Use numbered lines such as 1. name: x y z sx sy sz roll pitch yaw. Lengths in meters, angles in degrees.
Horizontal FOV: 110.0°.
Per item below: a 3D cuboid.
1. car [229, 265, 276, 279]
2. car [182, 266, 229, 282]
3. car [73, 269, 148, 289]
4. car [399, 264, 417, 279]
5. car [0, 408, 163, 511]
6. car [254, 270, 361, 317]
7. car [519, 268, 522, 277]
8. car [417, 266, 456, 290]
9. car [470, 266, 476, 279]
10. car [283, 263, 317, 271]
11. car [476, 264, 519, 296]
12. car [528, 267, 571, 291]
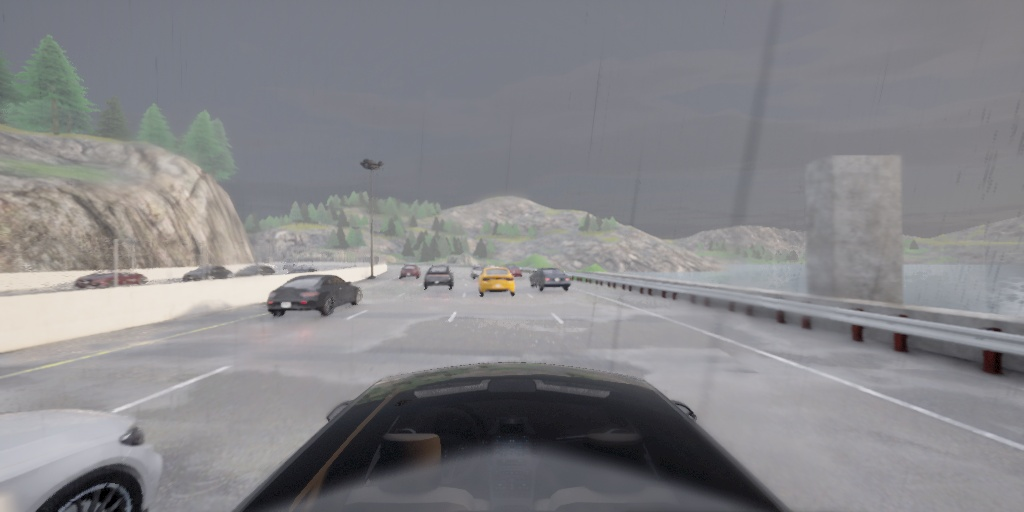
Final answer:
1. car: -24.332 1.644 34.229 1.837 1.490 4.892 0 -1 -11
2. car: -27.602 1.655 32.723 1.837 1.490 4.892 0 -1 -11
3. car: -30.184 1.689 27.123 1.994 1.385 4.181 0 0 -9
4. car: -10.428 1.593 36.986 1.812 1.442 4.674 0 0 -11
5. car: -3.471 1.290 0.615 1.812 1.442 4.674 0 0 0
6. car: -7.380 1.409 13.777 1.812 1.442 4.674 0 0 -4
7. car: -0.253 1.584 39.592 1.994 1.385 4.181 0 0 -11
8. car: -4.903 1.435 24.515 2.128 1.511 4.902 0 0 -7
9. car: -3.169 1.617 36.272 1.895 1.301 4.718 0 0 -10
10. car: -21.272 1.700 36.743 1.994 1.385 4.181 0 0 -12
11. car: -0.950 1.368 20.644 1.882 1.535 5.008 0 0 -6
12. car: 2.337 1.435 23.157 2.033 1.411 5.357 0 0 -7
